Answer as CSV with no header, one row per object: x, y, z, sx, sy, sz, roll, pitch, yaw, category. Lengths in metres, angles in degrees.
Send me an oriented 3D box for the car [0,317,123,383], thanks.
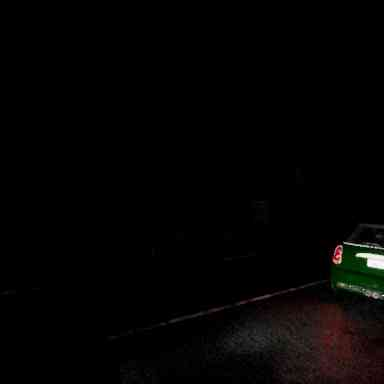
-2.774,1.492,1.770,4.902,1.511,2.128,0,0,-36,car

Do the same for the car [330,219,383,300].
5.140,1.351,7.404,4.553,1.767,2.097,0,0,-35,car
